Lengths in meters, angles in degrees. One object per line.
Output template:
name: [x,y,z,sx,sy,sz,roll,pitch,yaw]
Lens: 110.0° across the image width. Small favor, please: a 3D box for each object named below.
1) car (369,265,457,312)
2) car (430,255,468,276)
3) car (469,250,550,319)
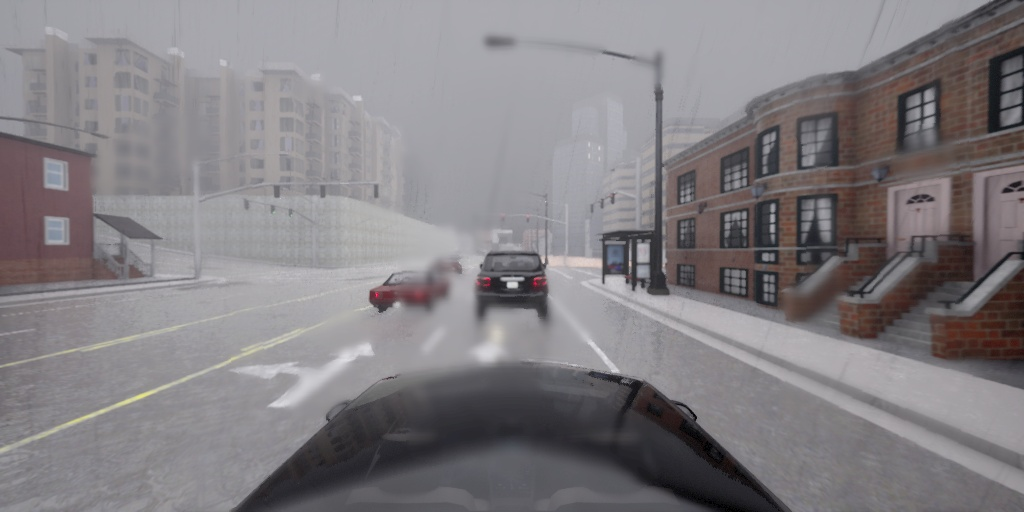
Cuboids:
car: [-3.461,1.192,13.228,1.895,1.301,4.718,0,1,0]
car: [-5.619,0.887,29.950,1.812,1.442,4.674,0,1,-30]
car: [0.032,0.827,12.210,2.150,2.045,5.566,0,1,0]
